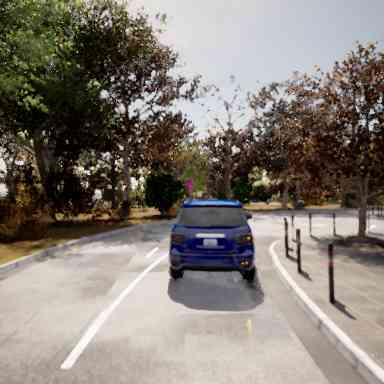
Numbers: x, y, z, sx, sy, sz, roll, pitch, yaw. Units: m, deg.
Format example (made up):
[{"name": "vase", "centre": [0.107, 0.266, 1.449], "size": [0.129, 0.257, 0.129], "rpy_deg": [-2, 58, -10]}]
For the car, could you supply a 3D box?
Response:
[{"name": "car", "centre": [0.685, 1.250, 10.203], "size": [2.150, 2.045, 5.566], "rpy_deg": [0, 0, 6]}]
